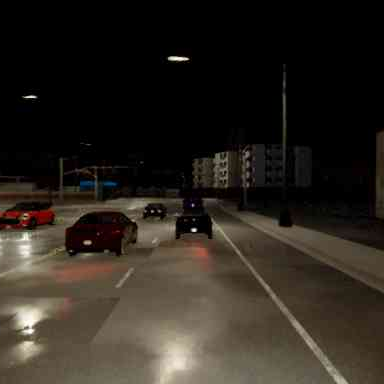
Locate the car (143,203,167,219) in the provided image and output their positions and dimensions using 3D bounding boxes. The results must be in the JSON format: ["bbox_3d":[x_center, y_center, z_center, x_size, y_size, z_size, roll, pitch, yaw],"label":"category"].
[{"bbox_3d":[-3.401,1.731,30.946,2.033,1.411,5.357,0,-1,0],"label":"car"}]

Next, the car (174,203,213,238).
[{"bbox_3d":[0.097,1.583,18.173,1.837,1.490,4.892,0,-1,0],"label":"car"}]

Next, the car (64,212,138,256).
[{"bbox_3d":[-3.401,1.515,13.304,1.882,1.535,5.008,0,-1,0],"label":"car"}]

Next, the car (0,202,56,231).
[{"bbox_3d":[-10.603,1.458,21.488,2.097,1.767,4.553,0,0,0],"label":"car"}]

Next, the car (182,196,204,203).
[{"bbox_3d":[0.093,1.446,35.853,2.150,2.045,5.566,0,0,0],"label":"car"}]
